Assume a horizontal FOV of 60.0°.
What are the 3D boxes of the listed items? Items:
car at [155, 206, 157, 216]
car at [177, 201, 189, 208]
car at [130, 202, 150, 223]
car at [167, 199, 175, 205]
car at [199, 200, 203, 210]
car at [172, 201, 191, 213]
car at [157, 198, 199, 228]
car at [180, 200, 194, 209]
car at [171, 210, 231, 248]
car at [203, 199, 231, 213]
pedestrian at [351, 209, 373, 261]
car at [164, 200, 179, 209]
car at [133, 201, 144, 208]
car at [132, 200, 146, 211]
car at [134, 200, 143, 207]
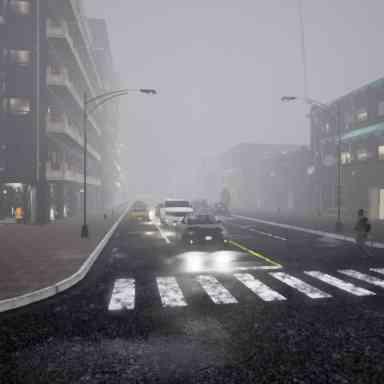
[{"bbox_3d":[-2.878,1.898,35.373,1.882,1.535,5.008,0,-1,-9],"label":"car"},{"bbox_3d":[-1.826,2.358,64.302,1.802,1.307,4.206,-1,-1,-9],"label":"car"},{"bbox_3d":[-4.579,1.870,29.177,1.752,1.417,4.829,-1,-1,-9],"label":"car"},{"bbox_3d":[-5.564,2.582,86.873,1.752,1.417,4.829,-1,-1,-9],"label":"car"},{"bbox_3d":[1.884,2.084,41.899,1.802,1.307,4.206,-1,-1,-9],"label":"car"},{"bbox_3d":[-1.592,2.057,47.091,2.128,1.511,4.902,0,-1,-9],"label":"car"},{"bbox_3d":[-1.187,1.518,25.072,2.150,2.045,5.566,0,-1,-9],"label":"car"},{"bbox_3d":[-0.927,2.235,58.870,1.752,1.417,4.829,-1,-1,-9],"label":"car"},{"bbox_3d":[0.368,1.748,15.676,1.994,1.385,4.181,0,-1,-9],"label":"car"},{"bbox_3d":[2.831,1.874,36.305,1.967,1.590,4.097,-1,-1,-9],"label":"car"},{"bbox_3d":[5.840,1.429,11.459,0.375,1.860,0.375,-1,0,-9],"label":"pedestrian"},{"bbox_3d":[-3.709,2.212,59.852,2.128,1.511,4.902,0,-1,-9],"label":"car"},{"bbox_3d":[-10.098,2.322,62.961,1.947,1.339,4.313,-1,-1,-9],"label":"car"},{"bbox_3d":[-8.250,2.059,51.760,1.967,1.590,4.097,-1,-1,-9],"label":"car"},{"bbox_3d":[-11.026,2.370,68.562,1.887,1.381,4.507,-1,-1,-9],"label":"car"}]
